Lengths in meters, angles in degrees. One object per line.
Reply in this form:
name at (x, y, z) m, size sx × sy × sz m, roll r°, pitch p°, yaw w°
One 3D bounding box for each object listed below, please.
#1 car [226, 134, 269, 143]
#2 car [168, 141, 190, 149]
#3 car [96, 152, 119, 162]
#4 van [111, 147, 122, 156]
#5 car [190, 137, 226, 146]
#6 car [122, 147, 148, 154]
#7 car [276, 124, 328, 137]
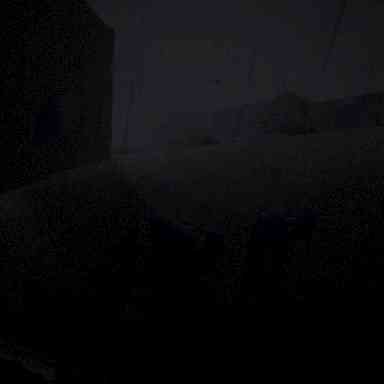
car at (5.900, -4.915, 32.209) m, size 2.002 × 1.452 × 4.674 m, roll 1°, pitch 2°, yaw -39°
car at (-1.076, -5.502, 40.949) m, size 2.185 × 1.767 × 4.553 m, roll 1°, pitch 2°, yaw -39°
car at (-14.836, -6.115, 58.178) m, size 2.002 × 1.452 × 4.674 m, roll 1°, pitch 1°, yaw -39°
van at (-11.309, -6.190, 53.765) m, size 1.878 × 1.987 × 4.442 m, roll 1°, pitch 1°, yaw -39°
car at (2.366, -5.296, 36.638) m, size 2.185 × 1.767 × 4.553 m, roll 1°, pitch 2°, yaw -39°
car at (-7.950, -5.774, 49.554) m, size 2.231 × 1.521 × 4.892 m, roll 1°, pitch 2°, yaw -39°
car at (9.331, -4.872, 27.915) m, size 2.185 × 1.767 × 4.553 m, roll 1°, pitch 2°, yaw -39°
